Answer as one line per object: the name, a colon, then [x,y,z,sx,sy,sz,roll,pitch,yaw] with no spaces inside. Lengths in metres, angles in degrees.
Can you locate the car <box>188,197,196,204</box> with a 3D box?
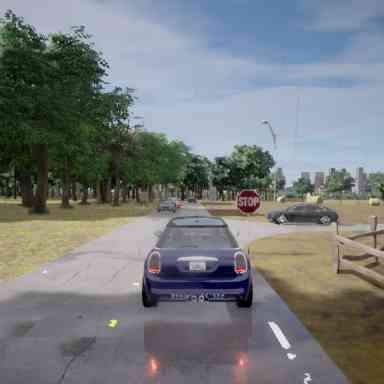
car: [0.043,1.922,77.921,1.837,1.490,4.892,0,-1,0]

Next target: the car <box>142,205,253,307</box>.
car: [0.104,1.360,8.135,2.097,1.767,4.553,0,0,0]

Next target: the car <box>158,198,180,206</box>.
car: [-2.813,1.656,38.293,1.994,1.385,4.181,0,0,1]

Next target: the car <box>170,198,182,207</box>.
car: [-2.784,1.740,58.660,1.837,1.490,4.892,0,0,0]

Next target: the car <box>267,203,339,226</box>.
car: [7.831,1.596,23.794,4.892,1.490,1.837,0,-1,6]

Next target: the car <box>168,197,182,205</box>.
car: [-2.808,1.509,48.287,2.097,1.767,4.553,0,0,0]
